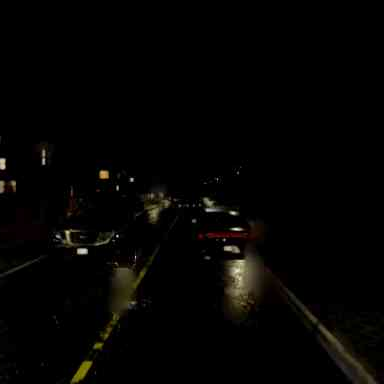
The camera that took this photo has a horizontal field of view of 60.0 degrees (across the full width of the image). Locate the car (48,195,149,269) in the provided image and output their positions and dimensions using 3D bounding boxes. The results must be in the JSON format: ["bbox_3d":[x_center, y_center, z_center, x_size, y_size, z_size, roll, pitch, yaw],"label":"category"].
[{"bbox_3d":[-2.792,1.148,11.282,2.150,2.045,5.566,0,0,0],"label":"car"}]

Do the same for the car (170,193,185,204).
[{"bbox_3d":[-2.521,1.121,55.190,2.128,1.511,4.902,0,0,1],"label":"car"}]

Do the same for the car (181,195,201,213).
[{"bbox_3d":[0.222,1.320,34.289,2.033,1.411,5.357,0,0,1],"label":"car"}]

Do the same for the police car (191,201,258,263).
[{"bbox_3d":[1.023,1.347,11.829,1.930,1.638,5.238,0,0,0],"label":"police car"}]

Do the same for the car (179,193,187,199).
[{"bbox_3d":[-2.285,1.010,86.268,1.895,1.301,4.718,0,0,0],"label":"car"}]
